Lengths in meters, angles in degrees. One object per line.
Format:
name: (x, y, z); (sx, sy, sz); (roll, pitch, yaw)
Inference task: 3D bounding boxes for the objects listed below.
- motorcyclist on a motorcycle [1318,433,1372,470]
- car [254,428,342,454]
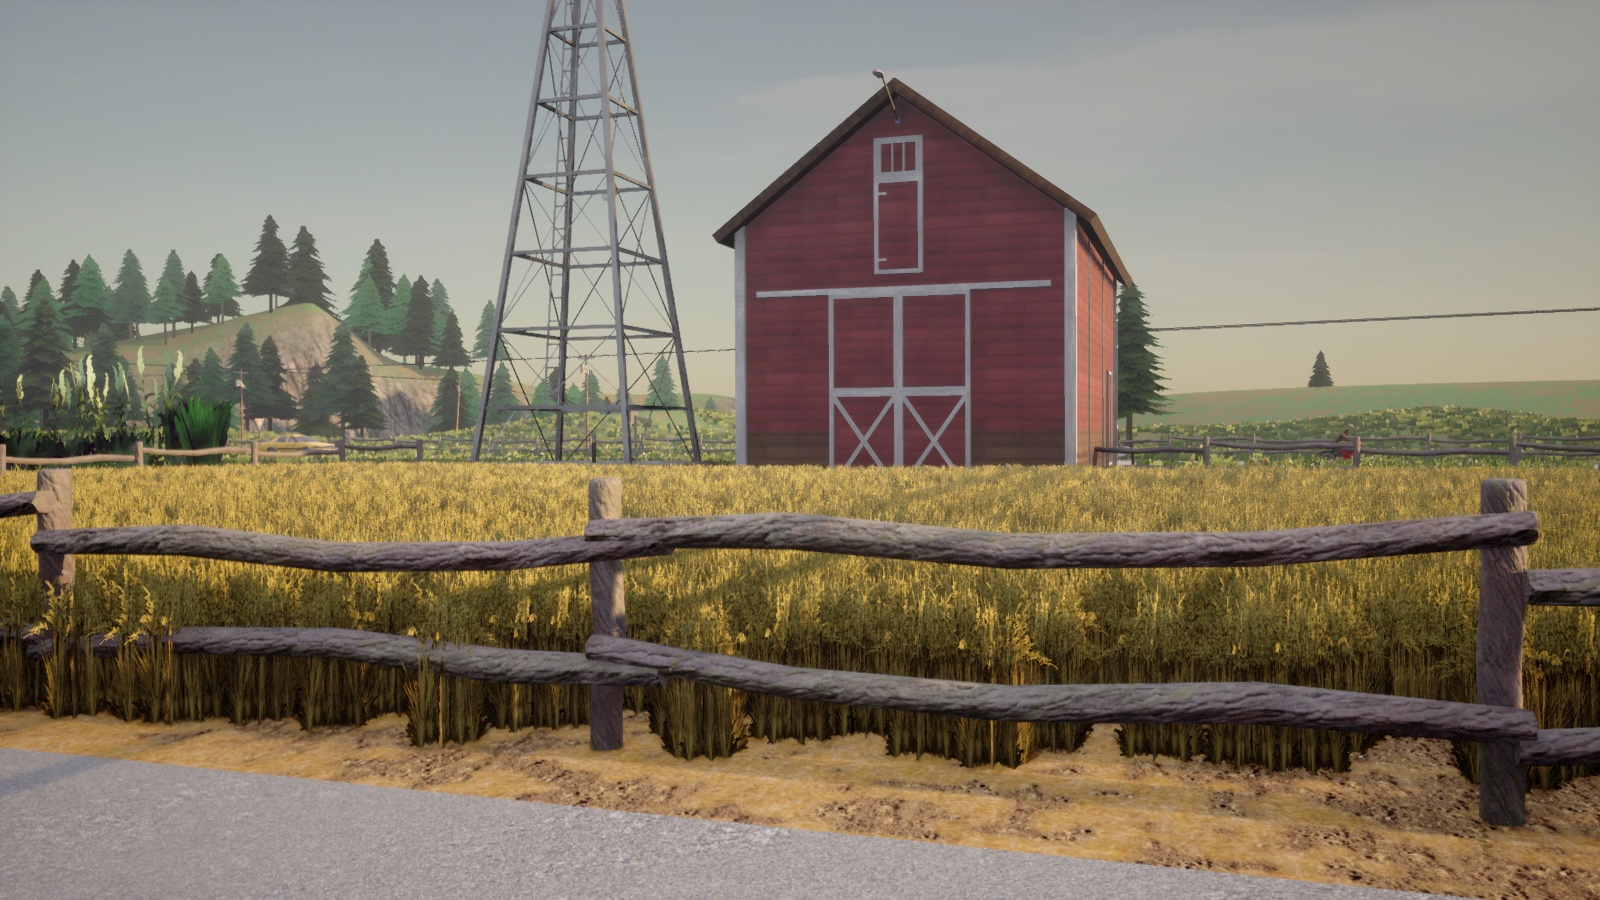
motorcyclist on a motorcycle: (22.993, 0.043, 53.004); (2.044, 1.523, 0.797); (1, 1, 24)
car: (-30.915, -0.555, 77.258); (5.366, 1.575, 1.801); (1, 1, 24)
